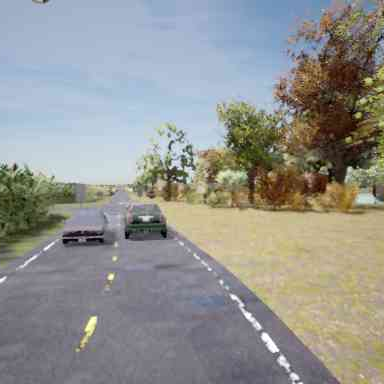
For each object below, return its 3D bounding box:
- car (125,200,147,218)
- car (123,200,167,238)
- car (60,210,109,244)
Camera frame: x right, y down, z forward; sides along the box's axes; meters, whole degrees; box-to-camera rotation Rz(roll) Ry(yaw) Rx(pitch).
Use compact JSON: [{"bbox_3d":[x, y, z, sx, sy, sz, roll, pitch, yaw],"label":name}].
[{"bbox_3d":[-5.253,1.502,30.983,1.812,1.442,4.674,-1,0,-12],"label":"car"},{"bbox_3d":[-2.601,1.343,18.011,2.097,1.767,4.553,-1,0,-11],"label":"car"},{"bbox_3d":[-5.073,1.606,16.326,2.033,1.411,5.357,-1,0,-12],"label":"car"}]
